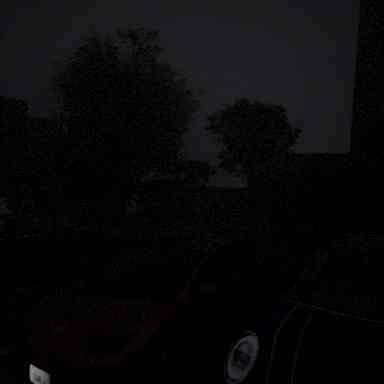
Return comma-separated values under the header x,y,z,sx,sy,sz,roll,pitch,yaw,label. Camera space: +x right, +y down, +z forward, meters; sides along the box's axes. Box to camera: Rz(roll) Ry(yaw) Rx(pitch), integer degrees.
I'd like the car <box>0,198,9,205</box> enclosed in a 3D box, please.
x,y,z,sx,sy,sz,roll,pitch,yaw,label
-9.273,1.219,11.864,2.435,2.045,5.566,0,0,36,car

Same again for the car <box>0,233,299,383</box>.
x,y,z,sx,sy,sz,roll,pitch,yaw,label
-0.180,1.507,5.373,2.163,1.488,4.792,0,0,36,car

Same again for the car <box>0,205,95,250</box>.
x,y,z,sx,sy,sz,roll,pitch,yaw,label
-4.792,1.348,8.740,2.185,1.767,4.553,0,0,36,car
